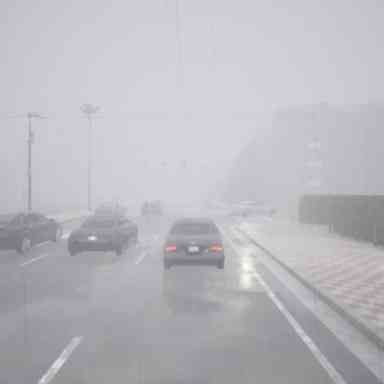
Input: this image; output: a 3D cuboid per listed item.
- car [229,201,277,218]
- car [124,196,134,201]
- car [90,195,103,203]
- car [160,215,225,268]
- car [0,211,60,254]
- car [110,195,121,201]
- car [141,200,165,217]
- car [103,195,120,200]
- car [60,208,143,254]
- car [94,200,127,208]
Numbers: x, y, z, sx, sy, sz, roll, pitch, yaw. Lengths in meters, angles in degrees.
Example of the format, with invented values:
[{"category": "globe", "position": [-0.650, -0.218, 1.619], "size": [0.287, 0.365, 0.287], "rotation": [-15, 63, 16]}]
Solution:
[{"category": "car", "position": [5.553, 1.546, 30.170], "size": [4.674, 1.442, 1.812], "rotation": [0, -1, -28]}, {"category": "car", "position": [-16.274, 1.599, 85.924], "size": [1.994, 1.385, 4.181], "rotation": [0, 0, 0]}, {"category": "car", "position": [-19.784, 1.399, 69.574], "size": [2.097, 1.767, 4.553], "rotation": [0, 0, 0]}, {"category": "car", "position": [0.065, 1.555, 11.279], "size": [2.033, 1.411, 5.357], "rotation": [0, 0, 0]}, {"category": "car", "position": [-6.927, 1.514, 13.468], "size": [1.837, 1.490, 4.892], "rotation": [0, 0, 0]}, {"category": "car", "position": [-19.774, 1.579, 85.959], "size": [1.812, 1.442, 4.674], "rotation": [0, 0, 0]}, {"category": "car", "position": [-3.681, 1.512, 31.346], "size": [2.128, 1.511, 4.902], "rotation": [0, 0, -2]}, {"category": "car", "position": [-16.284, 1.569, 69.512], "size": [2.128, 1.511, 4.902], "rotation": [0, 0, 0]}, {"category": "car", "position": [-3.426, 1.573, 13.475], "size": [1.994, 1.385, 4.181], "rotation": [0, 0, 0]}, {"category": "car", "position": [-7.134, 1.620, 29.696], "size": [1.895, 1.301, 4.718], "rotation": [0, 0, -1]}]
